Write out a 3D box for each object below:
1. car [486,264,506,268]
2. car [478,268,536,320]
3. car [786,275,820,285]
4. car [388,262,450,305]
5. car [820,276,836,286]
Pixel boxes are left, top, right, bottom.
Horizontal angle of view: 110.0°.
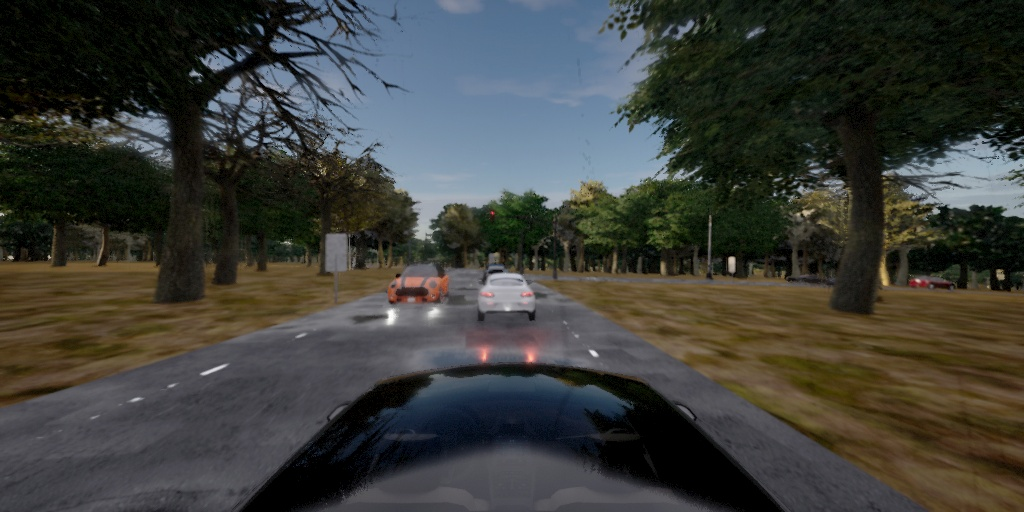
[{"bbox_3d":[-1.189,1.327,26.107,1.837,1.490,4.892,0,0,-5],"label":"car"},{"bbox_3d":[-0.228,1.307,12.649,1.812,1.442,4.674,0,-1,-3],"label":"car"},{"bbox_3d":[39.669,3.175,48.330,4.718,1.301,1.895,2,-1,-7],"label":"car"},{"bbox_3d":[-4.072,1.150,16.345,2.097,1.767,4.553,0,0,-3],"label":"car"},{"bbox_3d":[41.911,3.186,45.038,4.181,1.385,1.994,3,-1,-7],"label":"car"}]
